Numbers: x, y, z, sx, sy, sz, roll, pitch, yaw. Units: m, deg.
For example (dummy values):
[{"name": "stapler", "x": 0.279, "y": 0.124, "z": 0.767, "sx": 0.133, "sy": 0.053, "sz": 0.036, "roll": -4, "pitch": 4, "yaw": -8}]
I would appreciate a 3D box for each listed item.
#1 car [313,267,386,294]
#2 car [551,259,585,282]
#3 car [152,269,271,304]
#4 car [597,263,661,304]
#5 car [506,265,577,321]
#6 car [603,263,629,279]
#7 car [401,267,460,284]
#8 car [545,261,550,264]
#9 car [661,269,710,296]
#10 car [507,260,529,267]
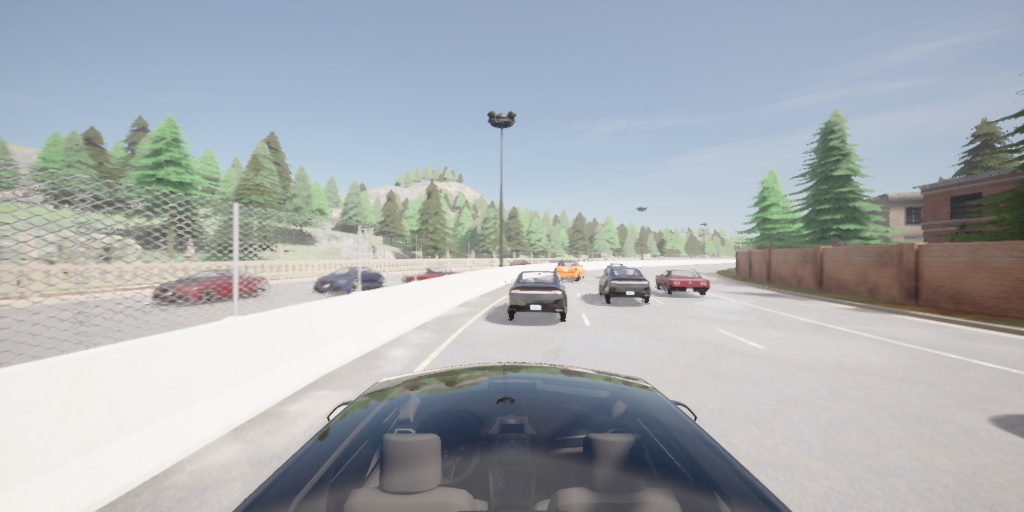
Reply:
[{"name": "car", "x": -8.750, "y": 1.274, "z": 19.660, "sx": 1.994, "sy": 1.385, "sz": 4.181, "roll": 0, "pitch": 0, "yaw": 11}, {"name": "car", "x": 4.833, "y": 1.120, "z": 29.978, "sx": 2.097, "sy": 1.767, "sz": 4.553, "roll": 0, "pitch": 0, "yaw": 17}, {"name": "car", "x": -12.898, "y": 1.257, "z": 15.732, "sx": 1.994, "sy": 1.385, "sz": 4.181, "roll": 0, "pitch": 0, "yaw": 8}, {"name": "car", "x": 5.099, "y": 1.262, "z": 16.643, "sx": 2.128, "sy": 1.511, "sz": 4.902, "roll": 0, "pitch": 0, "yaw": 9}, {"name": "car", "x": 0.951, "y": 1.245, "z": 12.542, "sx": 2.128, "sy": 1.511, "sz": 4.902, "roll": 0, "pitch": 0, "yaw": 7}, {"name": "car", "x": 9.845, "y": 1.353, "z": 33.700, "sx": 1.994, "sy": 1.385, "sz": 4.181, "roll": 0, "pitch": 0, "yaw": 21}, {"name": "car", "x": -4.820, "y": 1.328, "z": 21.770, "sx": 1.895, "sy": 1.301, "sz": 4.718, "roll": 0, "pitch": 0, "yaw": 12}, {"name": "car", "x": 7.076, "y": 1.300, "z": 59.195, "sx": 1.812, "sy": 1.442, "sz": 4.674, "roll": 0, "pitch": 0, "yaw": 34}, {"name": "car", "x": 9.258, "y": 1.389, "z": 19.884, "sx": 1.895, "sy": 1.301, "sz": 4.718, "roll": 0, "pitch": 0, "yaw": 12}, {"name": "car", "x": 1.025, "y": 1.275, "z": 56.050, "sx": 1.812, "sy": 1.442, "sz": 4.674, "roll": 0, "pitch": 0, "yaw": 31}]
